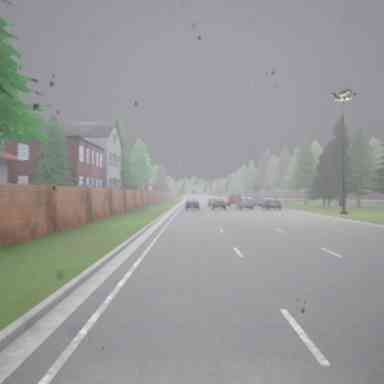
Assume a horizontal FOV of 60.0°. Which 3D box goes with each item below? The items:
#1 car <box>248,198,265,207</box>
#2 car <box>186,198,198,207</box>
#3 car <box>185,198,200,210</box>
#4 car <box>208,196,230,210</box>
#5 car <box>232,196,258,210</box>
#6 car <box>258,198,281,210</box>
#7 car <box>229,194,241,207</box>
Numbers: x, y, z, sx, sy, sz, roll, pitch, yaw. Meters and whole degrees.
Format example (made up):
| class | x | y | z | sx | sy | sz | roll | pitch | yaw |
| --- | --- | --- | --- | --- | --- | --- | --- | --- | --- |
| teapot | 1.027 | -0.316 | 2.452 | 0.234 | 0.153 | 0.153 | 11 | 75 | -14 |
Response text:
| class | x | y | z | sx | sy | sz | roll | pitch | yaw |
| --- | --- | --- | --- | --- | --- | --- | --- | --- | --- |
| car | 10.492 | 1.697 | 54.337 | 1.994 | 1.385 | 4.181 | 0 | 0 | 0 |
| car | -0.008 | 1.697 | 54.335 | 1.994 | 1.385 | 4.181 | 0 | 0 | 0 |
| car | 0.043 | 1.585 | 43.954 | 1.882 | 1.535 | 5.008 | 0 | 0 | 0 |
| car | 3.547 | 1.614 | 44.530 | 1.837 | 1.490 | 4.892 | 0 | 0 | 0 |
| car | 7.050 | 1.657 | 44.742 | 2.033 | 1.411 | 5.357 | 0 | 0 | 0 |
| car | 10.545 | 1.600 | 44.353 | 2.128 | 1.511 | 4.902 | 0 | 0 | 0 |
| car | 6.992 | 1.357 | 55.198 | 2.150 | 2.045 | 5.566 | 0 | 0 | 0 |
